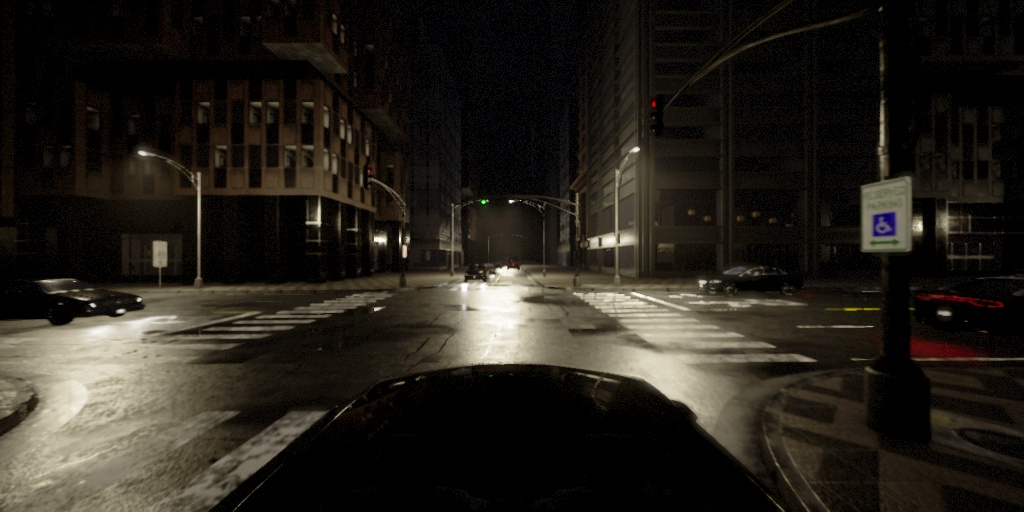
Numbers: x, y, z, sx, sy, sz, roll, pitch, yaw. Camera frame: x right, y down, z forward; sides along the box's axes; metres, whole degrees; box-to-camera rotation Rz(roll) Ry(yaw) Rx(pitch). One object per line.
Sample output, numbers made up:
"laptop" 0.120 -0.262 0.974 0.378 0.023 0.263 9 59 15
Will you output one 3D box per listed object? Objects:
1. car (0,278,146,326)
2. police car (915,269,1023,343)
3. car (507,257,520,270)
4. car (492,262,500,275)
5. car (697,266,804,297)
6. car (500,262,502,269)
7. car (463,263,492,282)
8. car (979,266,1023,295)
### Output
"car" -15.504 1.438 11.798 5.357 1.411 2.033 0 0 0
"police car" 12.850 1.143 8.496 5.238 1.638 1.930 0 0 0
"car" 0.239 1.492 61.026 2.097 1.767 4.553 0 0 0
"car" -2.927 1.574 44.761 2.033 1.411 5.357 0 0 0
"car" 12.112 1.251 18.360 4.902 1.511 2.128 0 0 -1
"car" -2.744 1.770 65.317 1.895 1.301 4.718 0 0 0
"car" -2.993 1.441 31.010 1.837 1.490 4.892 0 0 0
"car" 27.215 1.232 18.263 4.181 1.385 1.994 0 0 0
